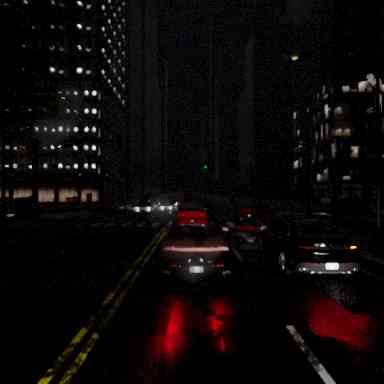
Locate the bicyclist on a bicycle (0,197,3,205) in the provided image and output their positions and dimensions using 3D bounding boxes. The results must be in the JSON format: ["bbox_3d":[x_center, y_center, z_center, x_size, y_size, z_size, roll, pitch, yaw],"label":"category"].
[{"bbox_3d":[-25.156,1.375,43.618,0.582,1.620,1.656,0,0,2],"label":"bicyclist on a bicycle"}]

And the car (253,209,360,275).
[{"bbox_3d":[3.352,1.502,10.361,1.837,1.490,4.892,0,1,0],"label":"car"}]

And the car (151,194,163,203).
[{"bbox_3d":[-7.350,1.282,69.781,2.097,1.767,4.553,0,0,-1],"label":"car"}]

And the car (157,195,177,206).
[{"bbox_3d":[-3.884,1.516,52.323,1.994,1.385,4.181,0,0,-1],"label":"car"}]

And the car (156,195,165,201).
[{"bbox_3d":[-7.525,1.432,80.051,1.812,1.442,4.674,0,0,-1],"label":"car"}]

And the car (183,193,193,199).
[{"bbox_3d":[-0.915,1.147,73.779,2.150,2.045,5.566,0,0,-1],"label":"car"}]

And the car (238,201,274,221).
[{"bbox_3d":[4.926,1.417,24.853,1.882,1.535,5.008,-1,1,24],"label":"car"}]

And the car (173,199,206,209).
[{"bbox_3d":[-0.088,1.458,21.334,1.882,1.535,5.008,0,0,-3],"label":"car"}]

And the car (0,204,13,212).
[{"bbox_3d":[-20.529,1.478,32.614,5.357,1.411,2.033,0,-1,2],"label":"car"}]

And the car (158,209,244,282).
[{"bbox_3d":[0.101,1.488,9.738,2.128,1.511,4.902,0,0,0],"label":"car"}]

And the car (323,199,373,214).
[{"bbox_3d":[16.338,1.591,34.468,4.181,1.385,1.994,0,-1,2],"label":"car"}]

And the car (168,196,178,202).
[{"bbox_3d":[-4.140,1.519,72.179,1.895,1.301,4.718,0,0,-1],"label":"car"}]

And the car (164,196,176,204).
[{"bbox_3d":[-4.000,1.503,61.950,1.994,1.385,4.181,0,0,0],"label":"car"}]

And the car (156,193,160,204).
[{"bbox_3d":[-7.236,1.162,60.088,2.150,2.045,5.566,0,0,0],"label":"car"}]

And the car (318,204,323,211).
[{"bbox_3d":[16.827,1.564,37.707,4.902,1.511,2.128,0,-1,2],"label":"car"}]

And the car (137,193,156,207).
[{"bbox_3d":[-7.107,1.306,50.515,2.097,1.767,4.553,0,0,-1],"label":"car"}]
